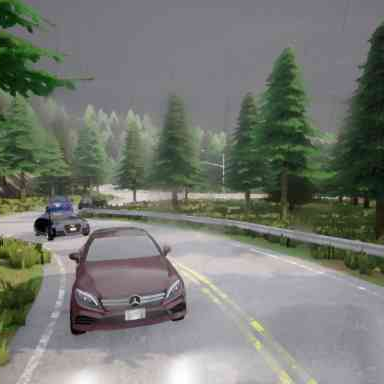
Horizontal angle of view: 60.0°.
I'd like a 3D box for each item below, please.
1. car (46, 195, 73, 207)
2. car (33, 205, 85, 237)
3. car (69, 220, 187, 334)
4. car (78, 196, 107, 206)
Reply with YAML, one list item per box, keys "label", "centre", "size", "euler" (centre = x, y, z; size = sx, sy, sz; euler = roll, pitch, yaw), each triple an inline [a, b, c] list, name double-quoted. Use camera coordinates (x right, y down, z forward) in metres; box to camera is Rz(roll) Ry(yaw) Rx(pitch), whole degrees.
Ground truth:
- label: "car"
  centre: [-12.809, 1.326, 32.219]
  size: [2.150, 2.045, 5.566]
  euler: [-1, 0, -18]
- label: "car"
  centre: [-7.025, 1.664, 17.750]
  size: [1.994, 1.385, 4.181]
  euler: [-4, 2, -38]
- label: "car"
  centre: [-1.510, 1.523, 7.043]
  size: [1.812, 1.442, 4.674]
  euler: [-2, 0, -17]
- label: "car"
  centre: [-12.649, 1.289, 42.803]
  size: [2.097, 1.767, 4.553]
  euler: [2, 2, 13]
